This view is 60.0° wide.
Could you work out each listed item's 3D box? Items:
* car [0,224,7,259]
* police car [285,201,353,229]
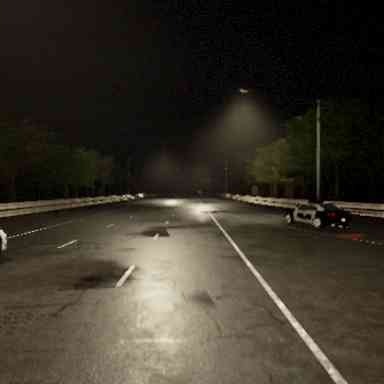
[{"bbox_3d":[-6.903,1.196,8.099,2.150,2.045,5.566,0,0,0],"label":"car"},{"bbox_3d":[7.777,1.366,21.150,1.930,1.638,5.238,0,0,-16],"label":"police car"}]
